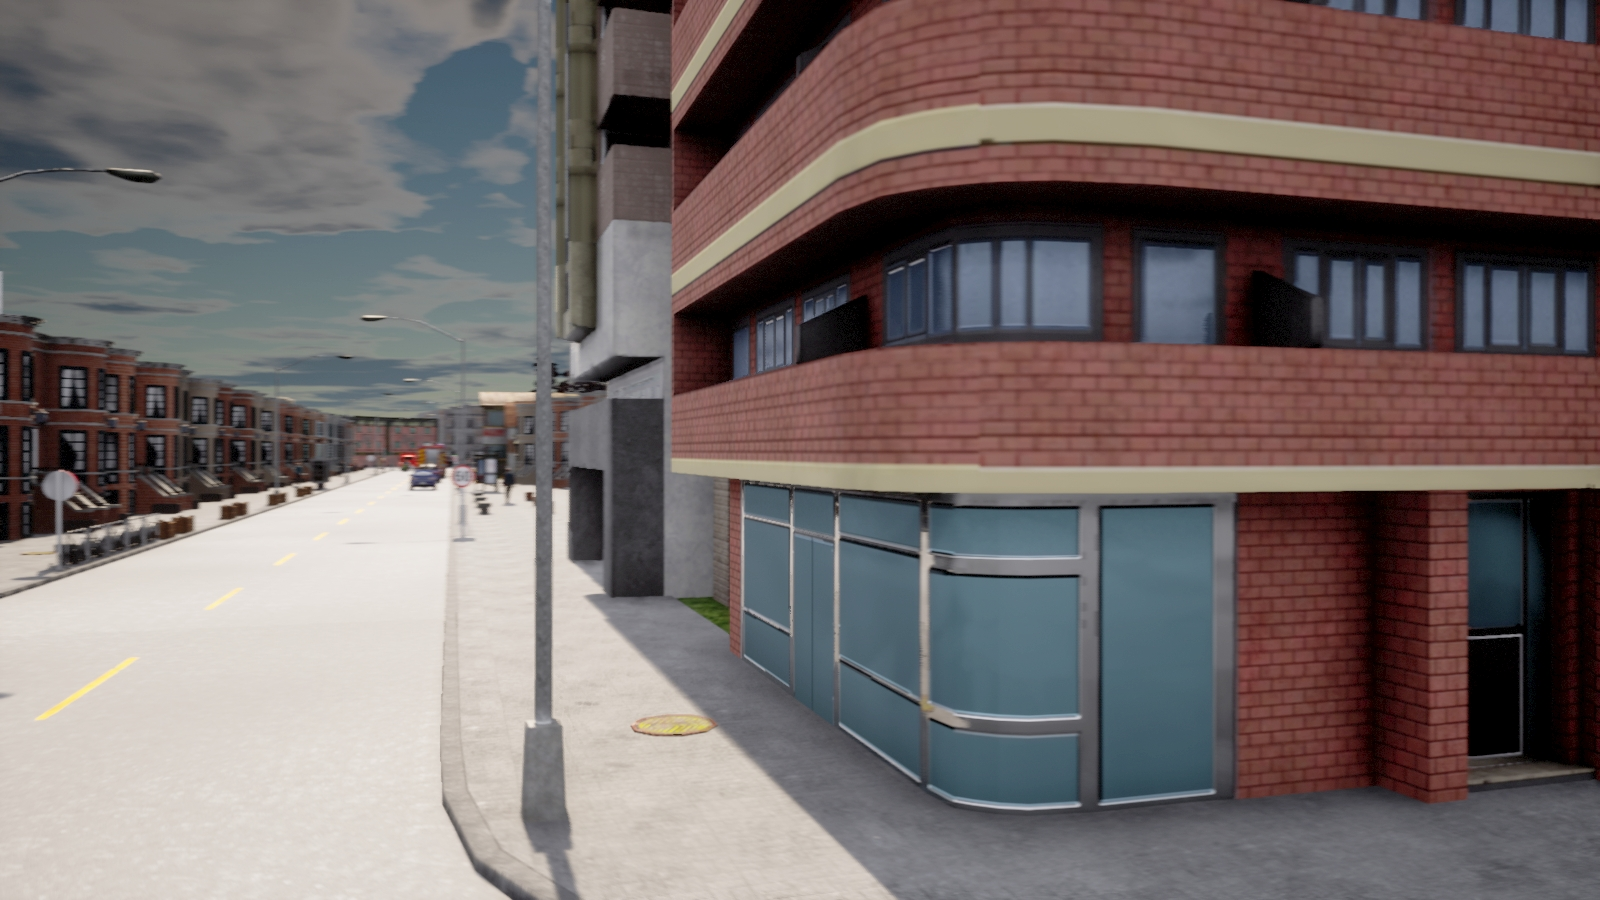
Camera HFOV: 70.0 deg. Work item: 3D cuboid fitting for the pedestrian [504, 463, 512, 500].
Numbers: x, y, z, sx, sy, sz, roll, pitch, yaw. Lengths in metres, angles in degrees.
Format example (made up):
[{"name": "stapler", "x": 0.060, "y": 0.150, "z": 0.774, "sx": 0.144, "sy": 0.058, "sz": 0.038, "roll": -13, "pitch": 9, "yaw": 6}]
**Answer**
[{"name": "pedestrian", "x": -14.740, "y": 1.581, "z": 57.724, "sx": 0.375, "sy": 1.860, "sz": 0.375, "roll": 0, "pitch": 0, "yaw": -20}]
